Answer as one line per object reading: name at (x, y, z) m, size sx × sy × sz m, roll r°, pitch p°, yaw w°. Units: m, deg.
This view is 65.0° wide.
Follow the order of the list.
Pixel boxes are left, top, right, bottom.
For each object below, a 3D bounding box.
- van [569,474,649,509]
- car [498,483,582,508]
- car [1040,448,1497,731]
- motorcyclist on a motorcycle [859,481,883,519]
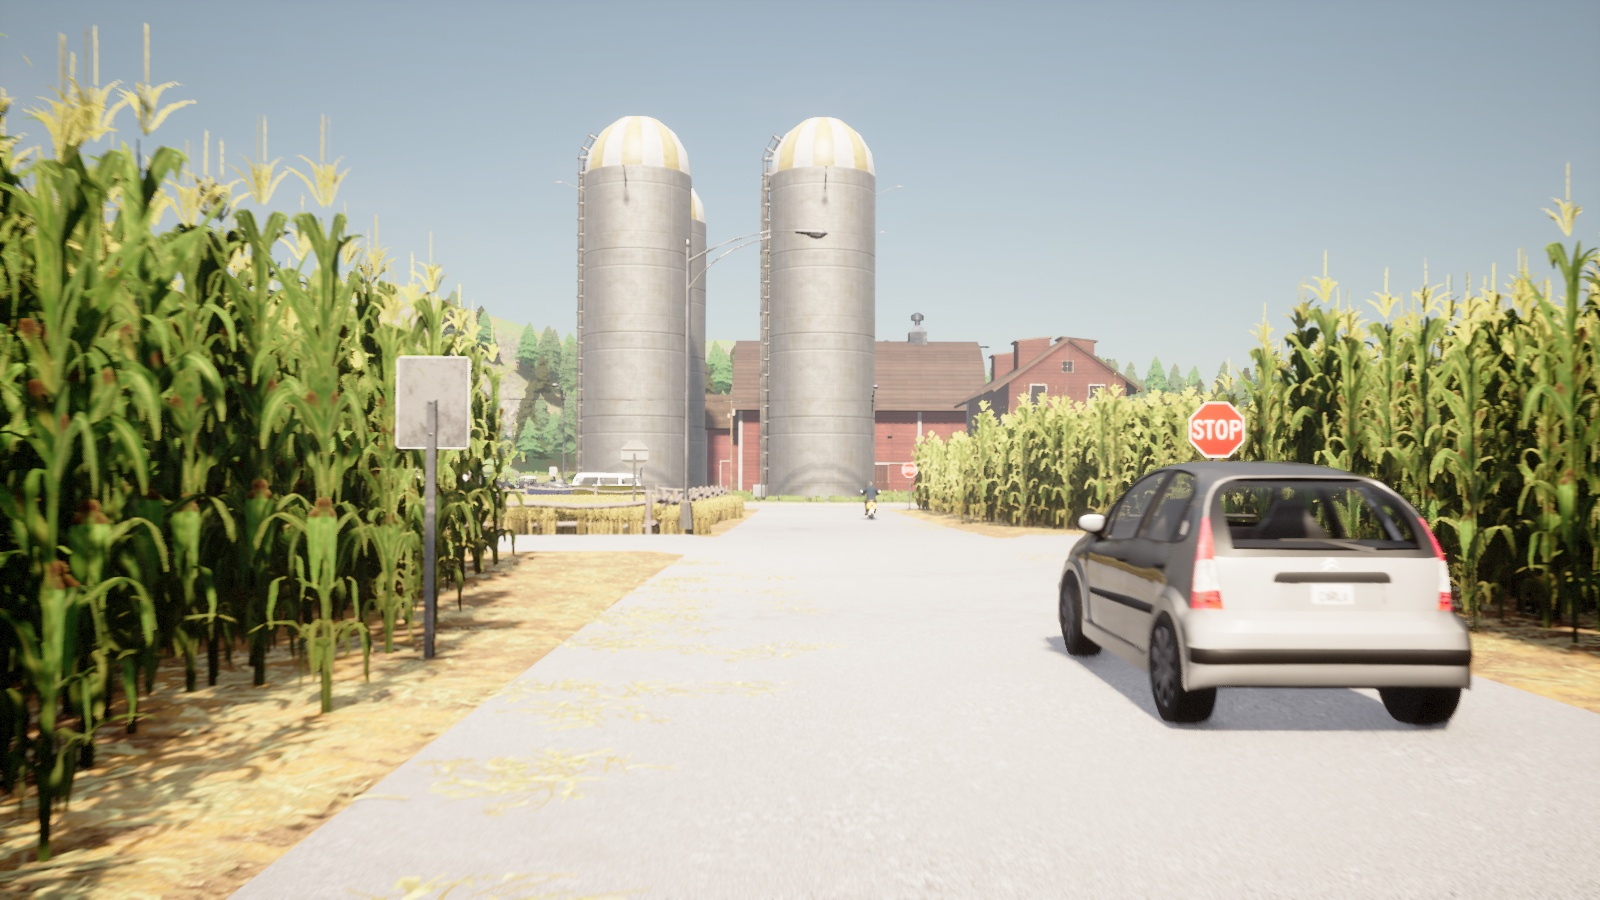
van at (-11.428, 2.478, 75.416) m, size 4.480 × 2.038 × 2.069 m, roll 0°, pitch -1°, yaw 0°
car at (-16.299, 2.859, 78.885) m, size 4.792 × 1.488 × 2.163 m, roll 0°, pitch -1°, yaw 0°
car at (3.077, 0.825, 9.223) m, size 1.851 × 1.617 × 3.988 m, roll 0°, pitch -1°, yaw 0°
motorcyclist on a motorcycle at (2.974, 2.083, 52.645) m, size 0.866 × 1.590 × 1.817 m, roll 0°, pitch -2°, yaw 0°
